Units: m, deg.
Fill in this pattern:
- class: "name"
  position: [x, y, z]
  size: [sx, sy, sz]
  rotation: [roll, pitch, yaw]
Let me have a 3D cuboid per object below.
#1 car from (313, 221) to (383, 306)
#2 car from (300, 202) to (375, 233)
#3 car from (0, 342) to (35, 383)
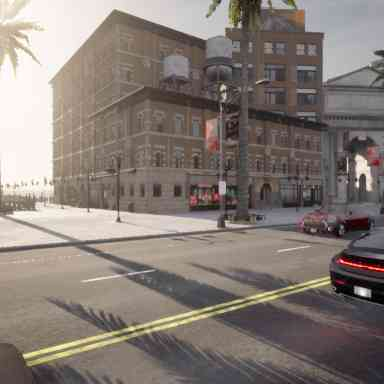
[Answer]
- class: "car"
  position: [4.966, 1.505, 7.252]
  size: [4.892, 1.490, 1.837]
  rotation: [0, 0, -36]
- class: "car"
  position: [7.946, 1.351, 18.092]
  size: [4.553, 1.767, 2.097]
  rotation: [0, 0, -35]
- class: "car"
  position: [-3.440, 1.547, 1.282]
  size: [5.357, 1.411, 2.033]
  rotation: [0, 0, -36]
